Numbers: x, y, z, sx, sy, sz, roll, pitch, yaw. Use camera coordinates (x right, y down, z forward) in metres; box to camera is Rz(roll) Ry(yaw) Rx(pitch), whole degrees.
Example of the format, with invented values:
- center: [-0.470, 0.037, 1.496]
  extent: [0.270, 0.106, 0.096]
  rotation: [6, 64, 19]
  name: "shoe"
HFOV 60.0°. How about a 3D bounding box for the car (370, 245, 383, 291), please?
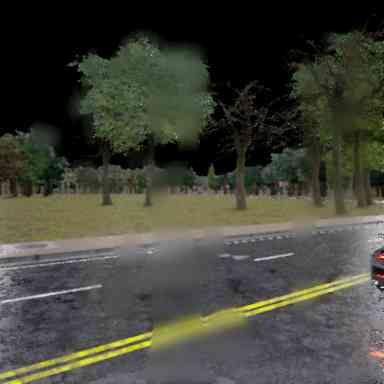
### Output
- center: [6.037, 1.527, 7.749]
  extent: [4.892, 1.490, 1.837]
  rotation: [0, 0, -36]
  name: "car"
